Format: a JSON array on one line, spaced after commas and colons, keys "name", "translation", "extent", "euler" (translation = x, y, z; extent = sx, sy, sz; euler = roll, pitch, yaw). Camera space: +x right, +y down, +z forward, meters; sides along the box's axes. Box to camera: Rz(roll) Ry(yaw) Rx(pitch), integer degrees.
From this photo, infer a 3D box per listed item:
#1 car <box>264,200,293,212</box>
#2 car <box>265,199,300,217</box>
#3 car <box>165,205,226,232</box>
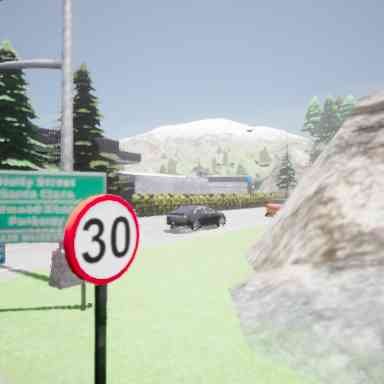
[{"name": "car", "translation": [10.969, 1.693, 42.090], "extent": [1.895, 1.301, 4.718], "euler": [0, 0, 36]}, {"name": "car", "translation": [9.166, 1.466, 33.421], "extent": [2.097, 1.767, 4.553], "euler": [0, 0, 36]}, {"name": "car", "translation": [0.369, 1.605, 21.295], "extent": [2.128, 1.511, 4.902], "euler": [0, 0, 36]}]
